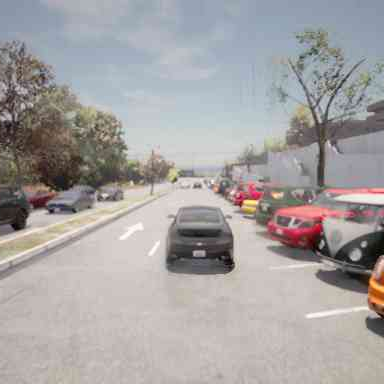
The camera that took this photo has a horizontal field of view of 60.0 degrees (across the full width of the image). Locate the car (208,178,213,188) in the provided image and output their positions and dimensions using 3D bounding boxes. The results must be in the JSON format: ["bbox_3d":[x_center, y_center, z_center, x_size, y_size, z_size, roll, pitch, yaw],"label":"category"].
[{"bbox_3d":[5.979,-0.797,53.139,5.566,2.045,2.435,0,2,-19],"label":"car"}]

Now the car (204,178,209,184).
[{"bbox_3d":[6.379,-1.683,77.163,5.566,2.045,2.435,0,2,-19],"label":"car"}]

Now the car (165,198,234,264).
[{"bbox_3d":[0.241,1.165,10.566,1.837,1.490,4.892,0,2,1],"label":"car"}]

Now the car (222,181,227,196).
[{"bbox_3d":[5.726,0.134,32.179,4.553,1.767,2.185,0,3,-19],"label":"car"}]

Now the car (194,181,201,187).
[{"bbox_3d":[1.462,-2.098,89.630,1.812,1.442,4.674,0,3,1],"label":"car"}]

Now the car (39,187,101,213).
[{"bbox_3d":[-8.336,0.598,23.327,2.033,1.411,5.357,0,2,1],"label":"car"}]

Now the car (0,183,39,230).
[{"bbox_3d":[-8.527,0.710,13.073,2.150,2.045,5.566,0,2,1],"label":"car"}]

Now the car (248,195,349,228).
[{"bbox_3d":[5.454,0.935,17.186,4.674,1.452,2.002,0,2,-19],"label":"car"}]

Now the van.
[{"bbox_3d":[5.162,1.055,8.117,4.442,1.987,1.878,0,3,-19],"label":"van"}]

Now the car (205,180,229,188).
[{"bbox_3d":[6.460,-2.079,86.134,5.566,2.045,2.435,0,3,-19],"label":"car"}]

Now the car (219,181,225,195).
[{"bbox_3d":[5.707,0.011,35.163,4.553,1.767,2.185,0,2,-19],"label":"car"}]

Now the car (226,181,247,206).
[{"bbox_3d":[5.589,0.387,23.184,5.566,2.045,2.435,0,2,-19],"label":"car"}]

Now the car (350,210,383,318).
[{"bbox_3d":[5.145,1.284,5.147,4.553,1.767,2.185,0,2,-18],"label":"car"}]

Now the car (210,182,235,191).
[{"bbox_3d":[6.250,-1.203,68.163,4.553,1.767,2.185,0,3,-19],"label":"car"}]

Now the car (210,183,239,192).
[{"bbox_3d":[6.123,-0.862,62.162,5.008,1.535,2.097,0,2,-19],"label":"car"}]

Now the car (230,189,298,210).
[{"bbox_3d":[5.629,0.539,26.197,4.792,1.488,2.163,0,2,-19],"label":"car"}]

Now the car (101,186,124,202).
[{"bbox_3d":[-8.174,0.107,33.668,2.128,1.511,4.902,0,2,1],"label":"car"}]

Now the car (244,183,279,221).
[{"bbox_3d":[5.435,0.772,14.180,5.566,2.045,2.435,0,2,-19],"label":"car"}]

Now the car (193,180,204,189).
[{"bbox_3d":[1.315,-1.702,79.602,2.097,1.767,4.553,0,3,1],"label":"car"}]

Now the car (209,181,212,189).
[{"bbox_3d":[5.780,-0.444,50.101,5.366,1.575,1.946,0,2,-19],"label":"car"}]

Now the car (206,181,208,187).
[{"bbox_3d":[6.331,-1.280,74.178,4.792,1.488,2.163,0,2,-19],"label":"car"}]

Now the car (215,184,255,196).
[{"bbox_3d":[6.085,-0.330,47.232,5.366,1.575,1.946,0,2,-19],"label":"car"}]

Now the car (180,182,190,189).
[{"bbox_3d":[-1.680,-1.571,80.045,1.812,1.442,4.674,0,3,1],"label":"car"}]

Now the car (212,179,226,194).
[{"bbox_3d":[5.853,-0.353,41.178,5.566,2.045,2.435,0,2,-19],"label":"car"}]

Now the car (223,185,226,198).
[{"bbox_3d":[5.655,0.386,29.177,4.892,1.521,2.231,0,3,-19],"label":"car"}]

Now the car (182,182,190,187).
[{"bbox_3d":[-1.533,-2.025,90.071,1.895,1.301,4.718,0,3,1],"label":"car"}]

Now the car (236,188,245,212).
[{"bbox_3d":[5.686,0.764,20.246,5.366,1.575,1.946,0,2,-19],"label":"car"}]

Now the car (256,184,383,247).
[{"bbox_3d":[5.320,0.901,11.148,5.566,2.045,2.435,0,3,-19],"label":"car"}]

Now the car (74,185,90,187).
[{"bbox_3d":[-11.172,0.082,33.472,1.882,1.535,5.008,0,2,1],"label":"car"}]
